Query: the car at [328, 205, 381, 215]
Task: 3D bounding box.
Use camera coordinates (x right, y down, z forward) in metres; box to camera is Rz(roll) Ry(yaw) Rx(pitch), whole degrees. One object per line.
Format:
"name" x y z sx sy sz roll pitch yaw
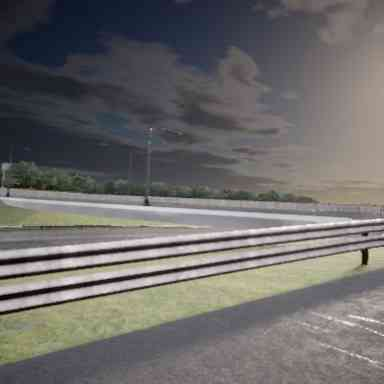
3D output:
"car" 18.122 2.140 37.218 5.357 1.411 2.033 2 -2 13

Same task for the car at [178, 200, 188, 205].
"car" -3.218 1.692 54.150 5.357 1.411 2.033 2 -2 31

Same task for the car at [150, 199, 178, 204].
"car" -5.003 1.471 51.147 4.674 1.442 1.812 2 -2 31
